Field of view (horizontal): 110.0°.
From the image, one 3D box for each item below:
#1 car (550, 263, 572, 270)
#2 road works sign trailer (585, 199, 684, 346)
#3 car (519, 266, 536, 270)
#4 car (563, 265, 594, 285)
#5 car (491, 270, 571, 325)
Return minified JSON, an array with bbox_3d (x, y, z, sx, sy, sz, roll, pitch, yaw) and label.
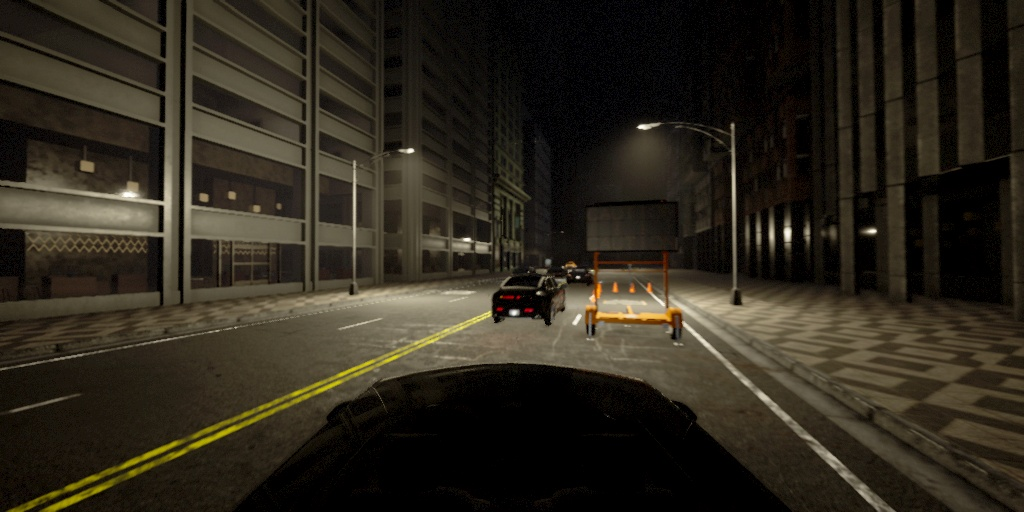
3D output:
[{"bbox_3d":[5.052,1.788,40.019,2.033,1.411,5.357,-1,-1,16],"label":"car"},{"bbox_3d":[3.269,0.297,9.890,2.380,3.560,2.880,0,0,16],"label":"road works sign trailer"},{"bbox_3d":[1.379,1.791,39.002,2.033,1.411,5.357,-1,-1,16],"label":"car"},{"bbox_3d":[5.676,1.654,29.700,1.994,1.385,4.181,-1,-1,16],"label":"car"},{"bbox_3d":[0.736,1.384,12.507,1.837,1.490,4.892,0,-1,16],"label":"car"}]
